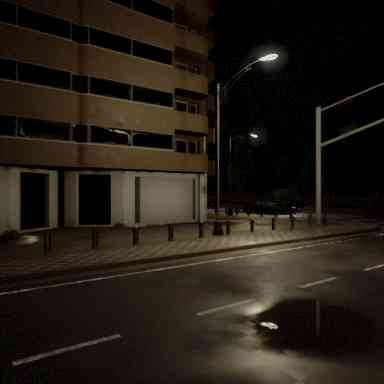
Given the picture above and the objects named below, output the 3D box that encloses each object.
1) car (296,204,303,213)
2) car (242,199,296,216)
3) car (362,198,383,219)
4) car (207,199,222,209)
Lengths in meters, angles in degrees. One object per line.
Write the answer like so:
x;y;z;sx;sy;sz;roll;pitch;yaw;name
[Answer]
9.907;1.560;36.844;1.837;1.490;4.892;0;0;-36;car
7.567;1.602;34.109;2.033;1.411;5.357;0;0;-36;car
16.700;1.399;27.442;2.097;1.767;4.553;0;0;-36;car
2.141;1.656;47.606;1.895;1.301;4.718;0;0;-36;car
